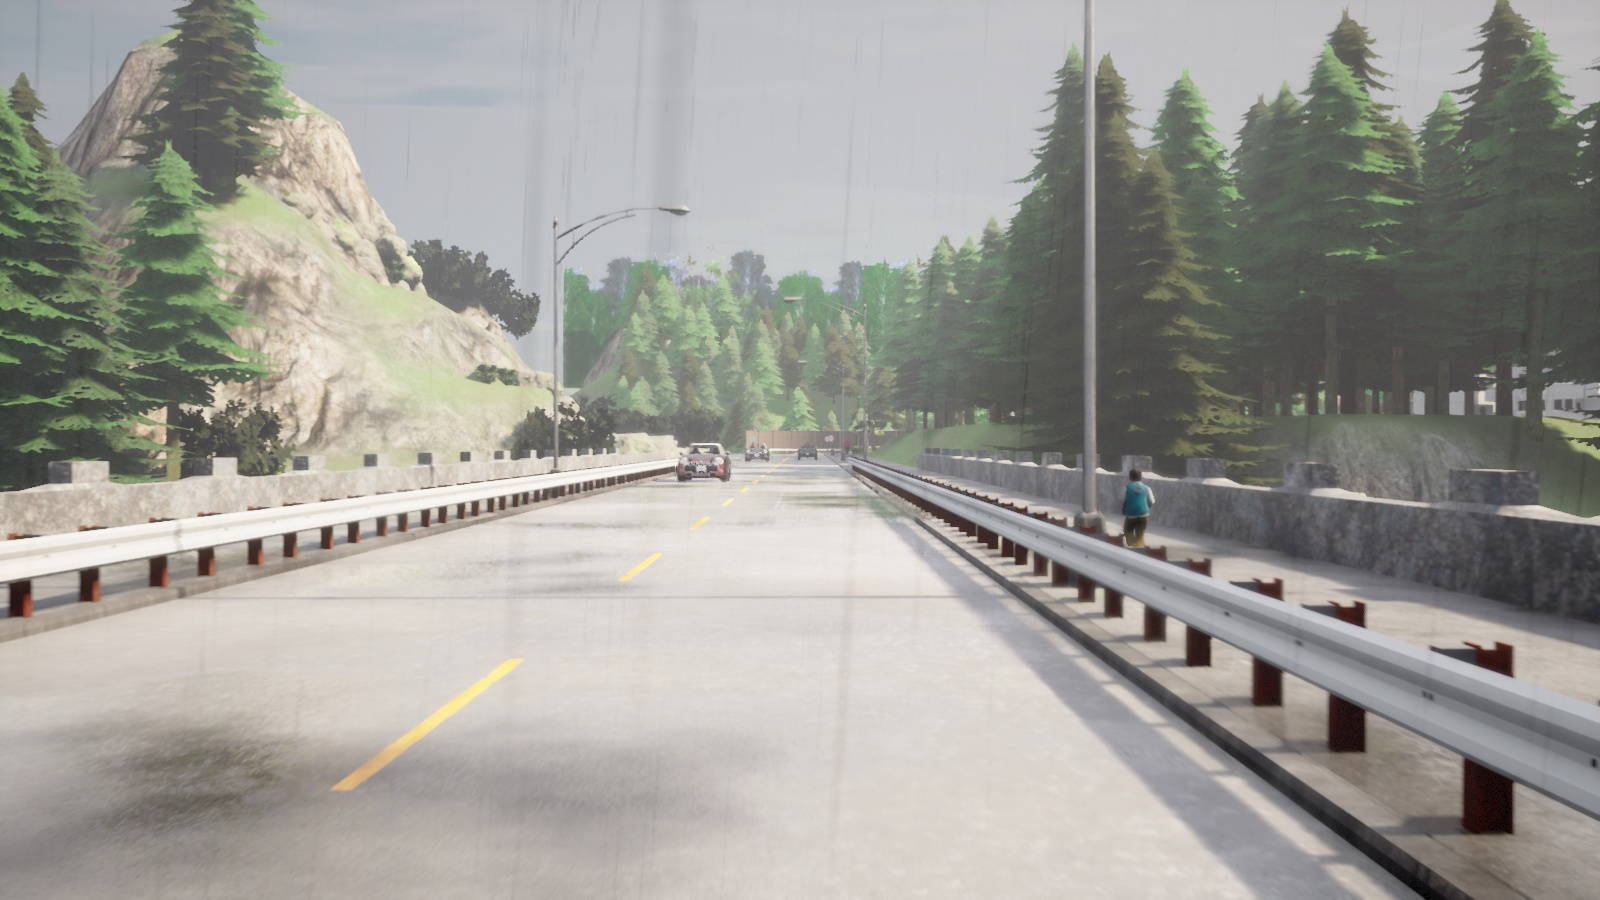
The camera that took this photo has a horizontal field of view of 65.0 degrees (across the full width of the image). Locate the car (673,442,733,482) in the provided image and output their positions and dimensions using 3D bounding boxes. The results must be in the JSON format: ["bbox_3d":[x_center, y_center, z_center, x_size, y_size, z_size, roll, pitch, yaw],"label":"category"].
[{"bbox_3d":[-3.697,0.436,48.466,1.970,1.475,3.806,0,0,0],"label":"car"}]

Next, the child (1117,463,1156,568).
[{"bbox_3d":[3.915,0.757,14.623,0.343,1.192,0.448,0,0,1],"label":"child"}]
